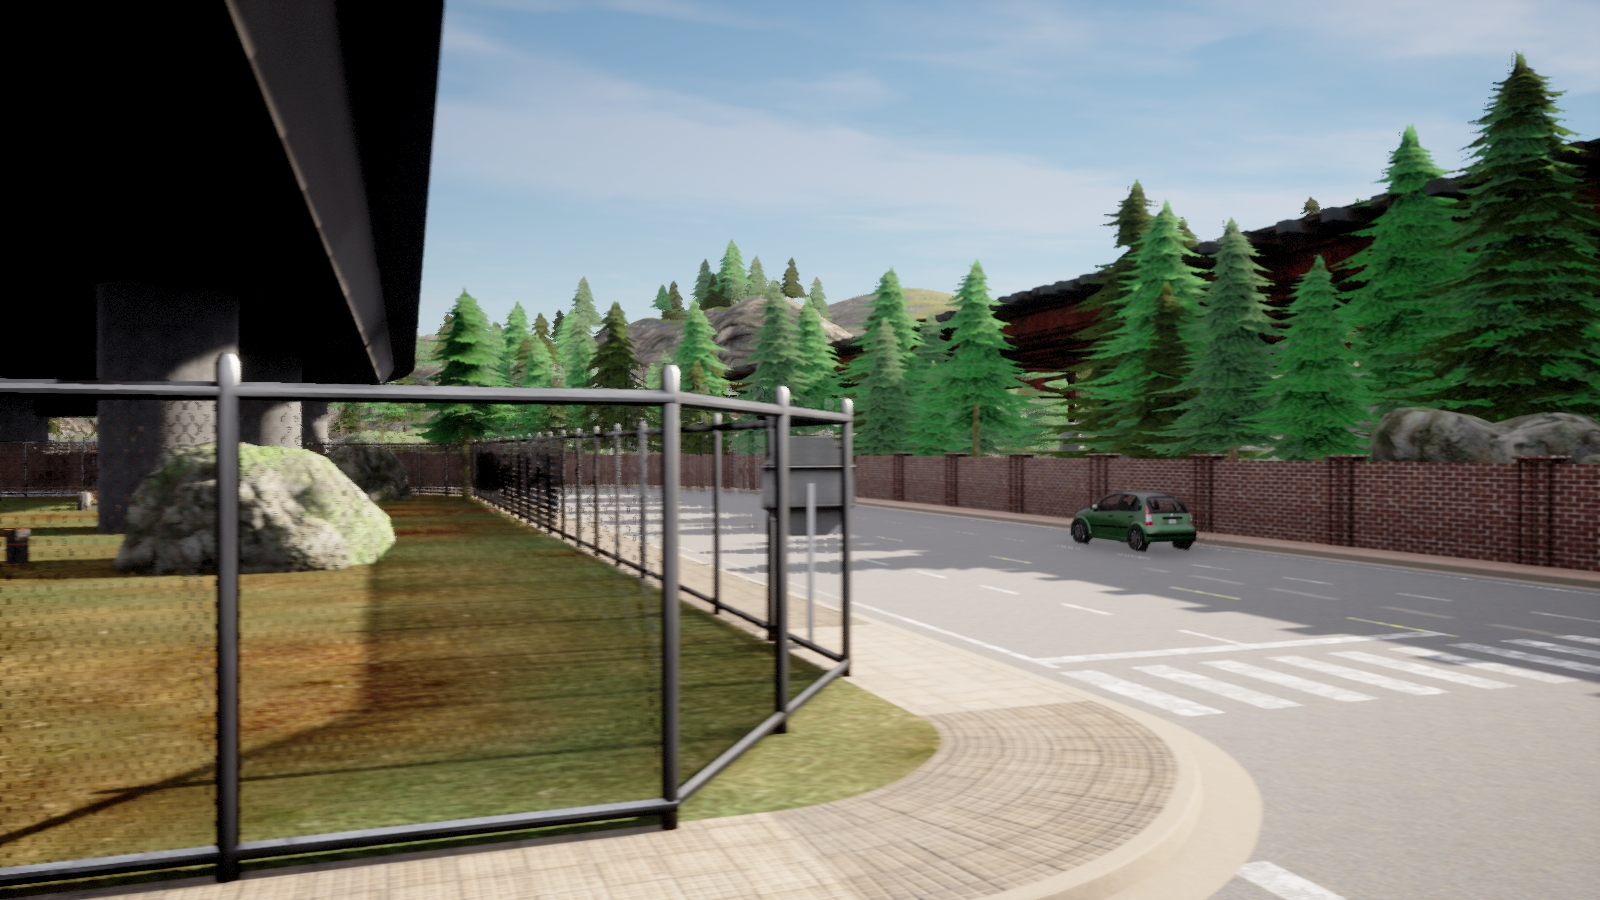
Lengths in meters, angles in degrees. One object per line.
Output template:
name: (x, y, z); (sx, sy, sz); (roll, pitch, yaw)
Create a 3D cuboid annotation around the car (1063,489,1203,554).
car: (9.542, 1.998, 33.064); (1.851, 1.617, 3.988); (0, 0, -20)
